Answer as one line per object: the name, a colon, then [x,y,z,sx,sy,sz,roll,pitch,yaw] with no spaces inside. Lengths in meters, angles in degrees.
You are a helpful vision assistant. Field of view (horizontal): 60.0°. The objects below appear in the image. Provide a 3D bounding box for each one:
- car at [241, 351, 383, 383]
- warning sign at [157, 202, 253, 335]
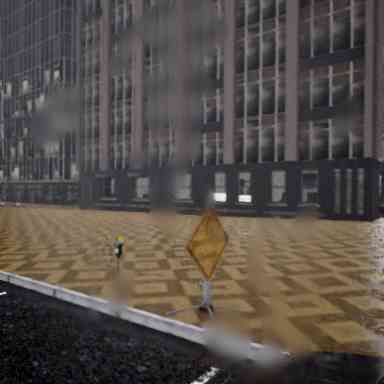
car: [2.143,1.556,1.479,4.403,1.369,2.008,0,0,36]
warning sign: [0.256,1.130,5.632,1.060,1.860,1.300,1,0,36]
